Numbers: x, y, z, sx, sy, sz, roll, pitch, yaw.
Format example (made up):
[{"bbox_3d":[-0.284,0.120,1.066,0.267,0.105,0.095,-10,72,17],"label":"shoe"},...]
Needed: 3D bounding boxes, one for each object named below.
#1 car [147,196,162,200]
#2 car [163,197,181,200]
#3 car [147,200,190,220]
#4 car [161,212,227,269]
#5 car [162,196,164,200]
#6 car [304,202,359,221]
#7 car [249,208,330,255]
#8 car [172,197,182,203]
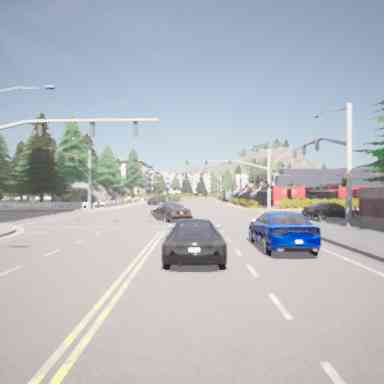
[{"bbox_3d":[-7.042,1.704,60.771,1.837,1.490,4.892,0,0,1],"label":"car"},{"bbox_3d":[-3.543,1.692,60.950,2.128,1.511,4.902,0,0,1],"label":"car"},{"bbox_3d":[-1.787,1.617,26.865,2.033,1.411,5.357,0,0,-24],"label":"car"},{"bbox_3d":[0.079,1.602,11.384,1.994,1.385,4.181,0,0,0],"label":"car"},{"bbox_3d":[-7.004,1.729,76.373,1.882,1.535,5.008,0,0,0],"label":"car"},{"bbox_3d":[11.396,1.561,27.182,4.674,1.442,1.812,0,-1,-6],"label":"car"},{"bbox_3d":[3.585,1.523,13.592,1.882,1.535,5.008,0,0,0],"label":"car"},{"bbox_3d":[-3.504,1.791,76.539,2.033,1.411,5.357,0,0,0],"label":"car"}]
